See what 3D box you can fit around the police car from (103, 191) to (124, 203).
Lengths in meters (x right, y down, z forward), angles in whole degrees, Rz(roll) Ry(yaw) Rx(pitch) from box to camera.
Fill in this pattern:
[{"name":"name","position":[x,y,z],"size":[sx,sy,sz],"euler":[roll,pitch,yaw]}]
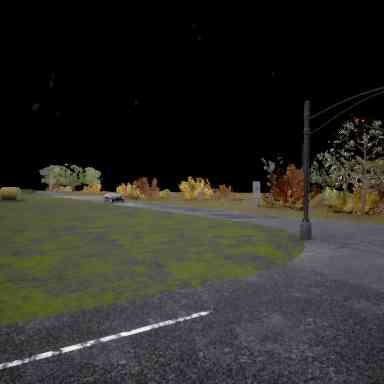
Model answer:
[{"name":"police car","position":[-11.663,0.743,49.702],"size":[1.930,1.638,5.238],"euler":[1,0,-32]}]
